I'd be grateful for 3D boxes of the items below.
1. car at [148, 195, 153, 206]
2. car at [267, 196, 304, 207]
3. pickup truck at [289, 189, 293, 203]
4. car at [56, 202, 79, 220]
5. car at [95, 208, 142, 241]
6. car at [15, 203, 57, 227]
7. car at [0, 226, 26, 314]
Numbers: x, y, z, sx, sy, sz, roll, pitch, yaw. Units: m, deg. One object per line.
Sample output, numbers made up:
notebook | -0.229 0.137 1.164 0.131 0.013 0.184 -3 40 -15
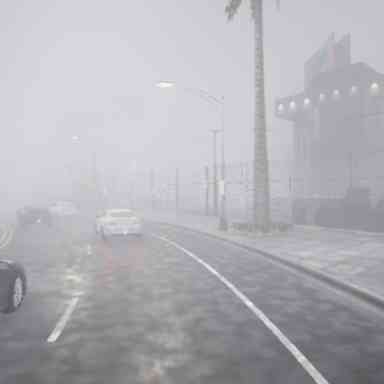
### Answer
car | -6.545 1.303 51.676 2.185 1.767 4.553 0 0 -43
car | 13.211 1.350 47.116 2.002 1.452 4.674 0 0 -43
pickup truck | 11.800 1.026 31.018 6.274 2.098 2.390 0 0 -43
car | -11.515 1.600 29.436 1.812 1.442 4.674 0 0 -39
car | -3.810 1.552 16.904 1.812 1.442 4.674 0 0 -22
car | -10.854 1.574 22.803 1.837 1.490 4.892 0 0 -33
car | -4.025 1.530 4.741 1.837 1.490 4.892 0 0 -7
